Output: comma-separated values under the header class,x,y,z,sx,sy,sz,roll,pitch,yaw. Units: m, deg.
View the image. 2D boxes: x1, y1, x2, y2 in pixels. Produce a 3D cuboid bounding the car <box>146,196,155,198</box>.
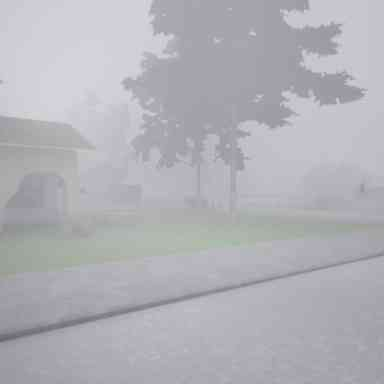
class,x,y,z,sx,sy,sz,roll,pitch,yaw
car,-9.195,1.652,72.541,1.994,1.385,4.181,0,0,-36
